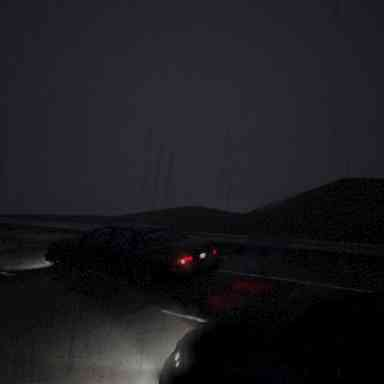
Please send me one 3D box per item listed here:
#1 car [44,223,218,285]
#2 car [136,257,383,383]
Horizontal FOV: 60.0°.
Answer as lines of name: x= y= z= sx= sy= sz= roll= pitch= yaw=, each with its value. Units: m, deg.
car: x=-1.832 y=1.591 z=9.338 sx=5.357 sy=1.411 sz=2.033 roll=-1 pitch=0 yaw=33
car: x=1.738 y=1.560 z=2.647 sx=4.181 sy=1.385 sz=1.994 roll=-1 pitch=0 yaw=35
